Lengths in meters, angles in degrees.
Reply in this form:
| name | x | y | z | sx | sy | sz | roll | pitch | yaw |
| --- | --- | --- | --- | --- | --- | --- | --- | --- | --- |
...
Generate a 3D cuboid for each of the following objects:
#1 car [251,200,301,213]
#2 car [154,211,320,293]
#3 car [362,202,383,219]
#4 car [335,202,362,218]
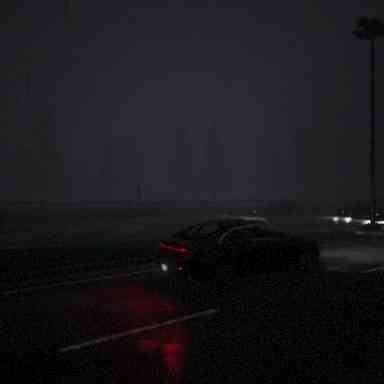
| name | x | y | z | sx | sy | sz | roll | pitch | yaw |
| --- | --- | --- | --- | --- | --- | --- | --- | --- | --- |
| car | 7.656 | 1.493 | 30.227 | 4.892 | 1.490 | 1.837 | 1 | 0 | -28 |
| car | 1.387 | 1.486 | 8.854 | 4.902 | 1.511 | 2.128 | 0 | 0 | -34 |
| car | 16.141 | 1.566 | 26.822 | 4.181 | 1.385 | 1.994 | 0 | 0 | -28 |
| car | 15.044 | 1.563 | 30.203 | 4.181 | 1.385 | 1.994 | 0 | 0 | -28 |
